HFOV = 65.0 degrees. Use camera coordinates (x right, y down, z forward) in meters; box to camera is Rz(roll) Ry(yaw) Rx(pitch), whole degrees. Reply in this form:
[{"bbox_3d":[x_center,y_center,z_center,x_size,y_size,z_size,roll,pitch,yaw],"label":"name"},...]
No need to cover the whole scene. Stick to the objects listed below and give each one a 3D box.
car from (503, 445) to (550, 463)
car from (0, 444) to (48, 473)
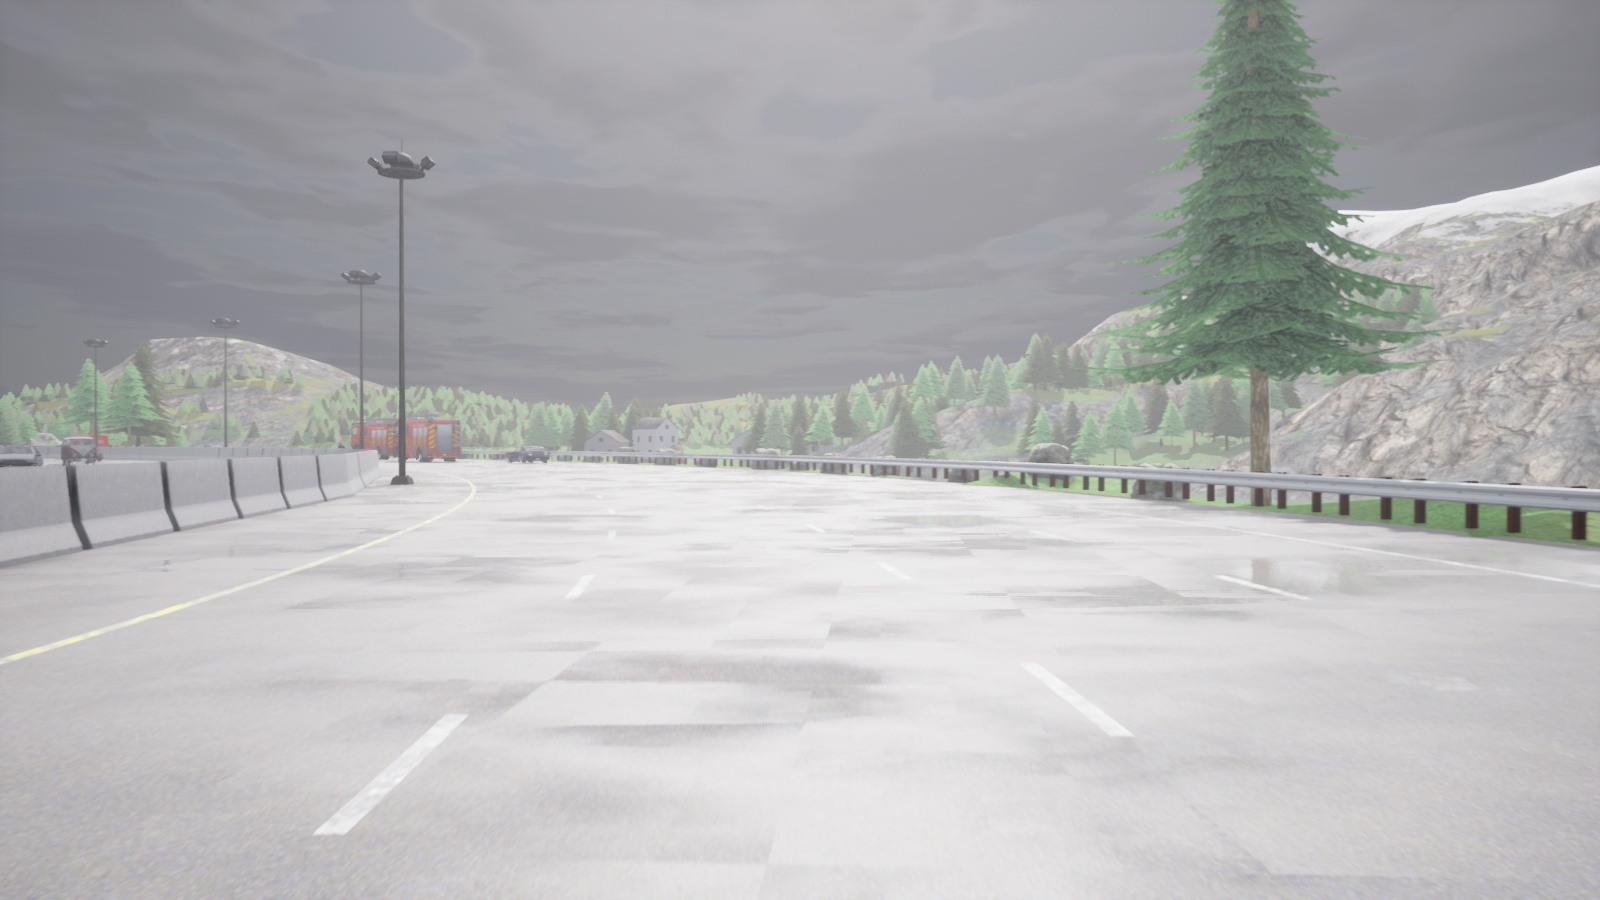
[{"bbox_3d":[-20.386,0.310,93.576,1.895,1.301,4.718,0,0,-32],"label":"car"},{"bbox_3d":[-39.678,0.416,63.836,2.033,1.411,5.357,0,0,-26],"label":"car"}]
